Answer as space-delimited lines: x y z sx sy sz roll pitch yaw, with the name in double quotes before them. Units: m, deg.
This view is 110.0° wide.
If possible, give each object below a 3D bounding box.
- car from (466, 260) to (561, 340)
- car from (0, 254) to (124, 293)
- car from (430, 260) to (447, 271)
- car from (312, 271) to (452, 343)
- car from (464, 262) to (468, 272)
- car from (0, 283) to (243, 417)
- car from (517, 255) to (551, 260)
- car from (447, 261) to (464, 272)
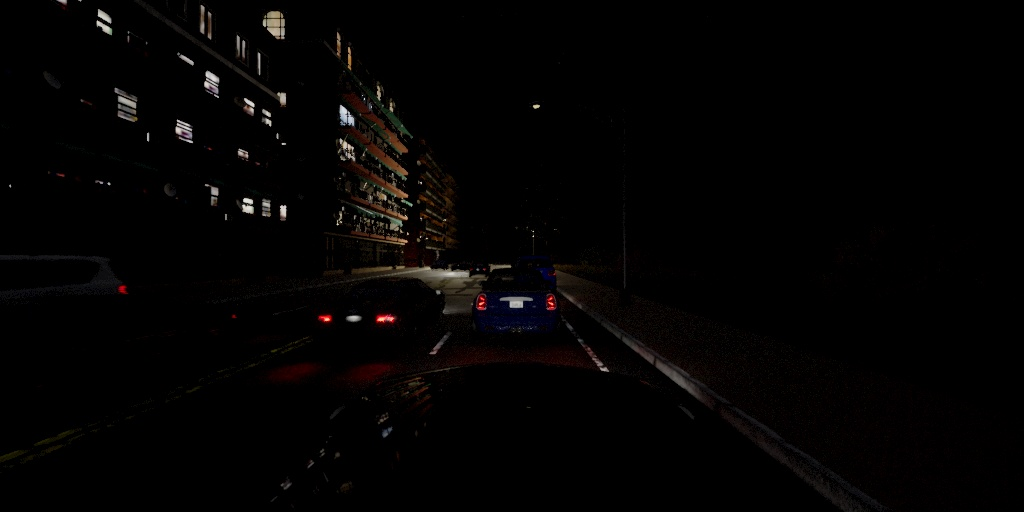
"car" 0.097 1.103 10.161 2.097 1.767 4.553 0 0 0
"car" -9.853 0.972 5.877 2.150 2.045 5.566 0 0 0
"car" -9.847 1.277 49.117 1.812 1.442 4.674 0 0 0
"car" -3.152 1.298 9.655 2.033 1.411 5.357 0 0 0
"car" -3.152 1.300 35.679 2.033 1.411 5.357 0 0 0
"car" -6.602 1.298 5.161 2.033 1.411 5.357 0 0 0
"car" 1.136 0.977 19.736 2.150 2.045 5.566 0 0 0
"car" -6.599 1.352 45.824 1.895 1.301 4.718 0 0 0
